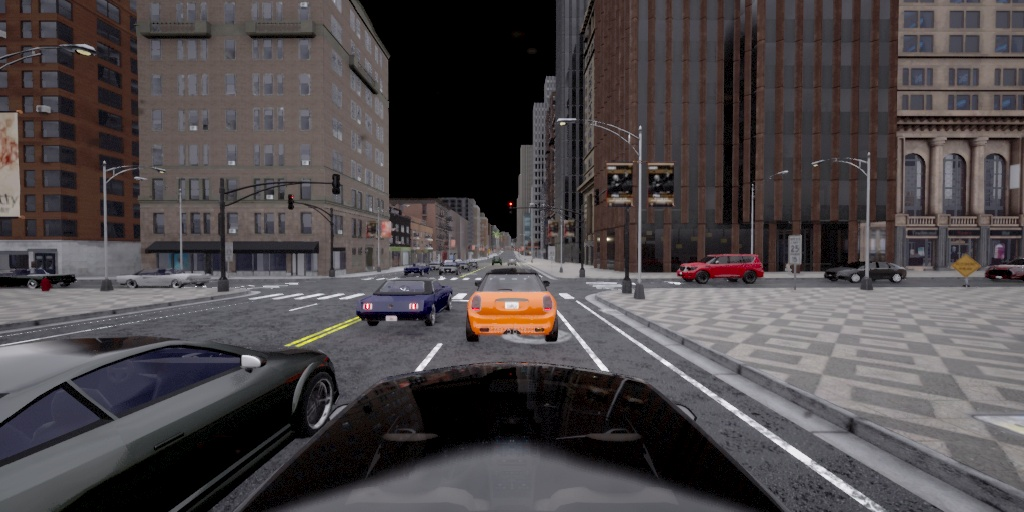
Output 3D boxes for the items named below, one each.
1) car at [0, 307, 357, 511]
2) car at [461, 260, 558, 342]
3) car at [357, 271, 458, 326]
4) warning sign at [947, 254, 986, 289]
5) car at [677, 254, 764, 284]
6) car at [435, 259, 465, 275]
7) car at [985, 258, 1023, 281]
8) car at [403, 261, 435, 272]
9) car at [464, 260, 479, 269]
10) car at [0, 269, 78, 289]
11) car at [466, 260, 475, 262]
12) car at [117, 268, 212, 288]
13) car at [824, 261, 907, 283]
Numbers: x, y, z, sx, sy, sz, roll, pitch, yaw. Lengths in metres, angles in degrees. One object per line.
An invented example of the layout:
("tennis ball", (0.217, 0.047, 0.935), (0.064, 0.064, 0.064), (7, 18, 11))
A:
("car", (-3.158, 1.314, 2.790), (1.994, 1.385, 4.181), (0, 0, 1))
("car", (0.007, 1.101, 9.959), (2.097, 1.767, 4.553), (0, 0, 0))
("car", (-3.152, 1.350, 11.610), (1.895, 1.301, 4.718), (0, 0, 0))
("warning sign", (25.172, 0.827, 19.872), (1.060, 1.860, 1.300), (0, 0, 0))
("car", (14.832, 0.876, 25.634), (5.566, 2.045, 2.150), (0, 1, 0))
("car", (-6.611, 1.331, 38.845), (1.994, 1.385, 4.181), (0, 0, 0))
("car", (37.173, 0.917, 25.708), (4.553, 1.767, 2.097), (0, 1, 0))
("car", (-9.862, 1.367, 37.637), (1.895, 1.301, 4.718), (0, 0, 0))
("car", (-6.598, 1.343, 58.824), (1.994, 1.385, 4.181), (0, 0, 0))
("car", (-31.995, 1.477, 23.660), (4.718, 1.301, 1.895), (0, 1, 0))
("car", (-6.613, 1.338, 48.804), (1.994, 1.385, 4.181), (0, 0, 0))
("car", (-22.734, 1.446, 23.583), (4.718, 1.301, 1.895), (0, 1, 1))
("car", (25.214, 1.117, 25.675), (4.892, 1.490, 1.837), (0, 1, 0))
